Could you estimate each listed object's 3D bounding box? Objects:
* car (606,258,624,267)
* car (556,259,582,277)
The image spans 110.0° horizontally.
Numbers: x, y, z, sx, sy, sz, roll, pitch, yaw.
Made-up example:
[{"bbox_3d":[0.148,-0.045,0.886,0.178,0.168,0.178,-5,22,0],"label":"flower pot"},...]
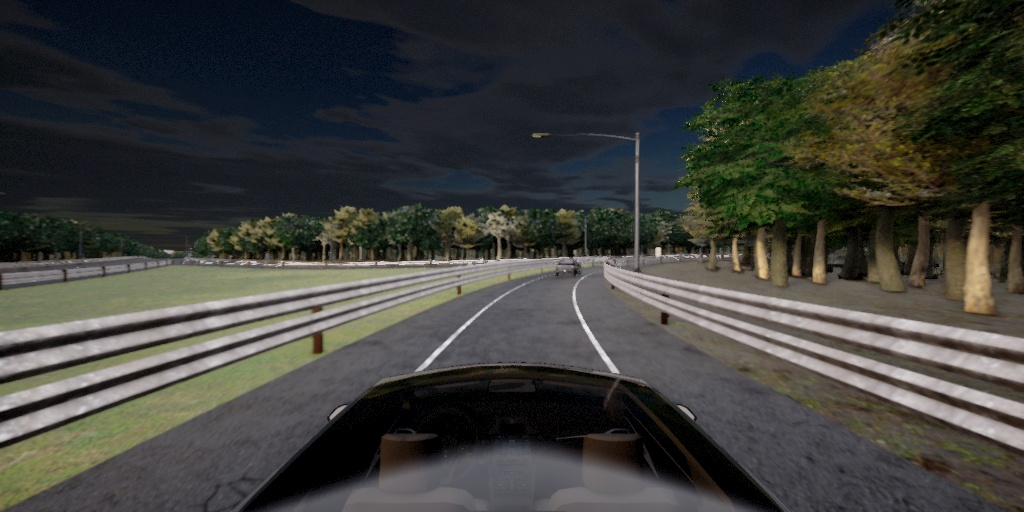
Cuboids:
[{"bbox_3d":[15.632,0.948,54.852,1.994,1.385,4.181,0,1,32],"label":"car"},{"bbox_3d":[5.262,1.057,32.795,2.128,1.511,4.902,0,0,18],"label":"car"}]
